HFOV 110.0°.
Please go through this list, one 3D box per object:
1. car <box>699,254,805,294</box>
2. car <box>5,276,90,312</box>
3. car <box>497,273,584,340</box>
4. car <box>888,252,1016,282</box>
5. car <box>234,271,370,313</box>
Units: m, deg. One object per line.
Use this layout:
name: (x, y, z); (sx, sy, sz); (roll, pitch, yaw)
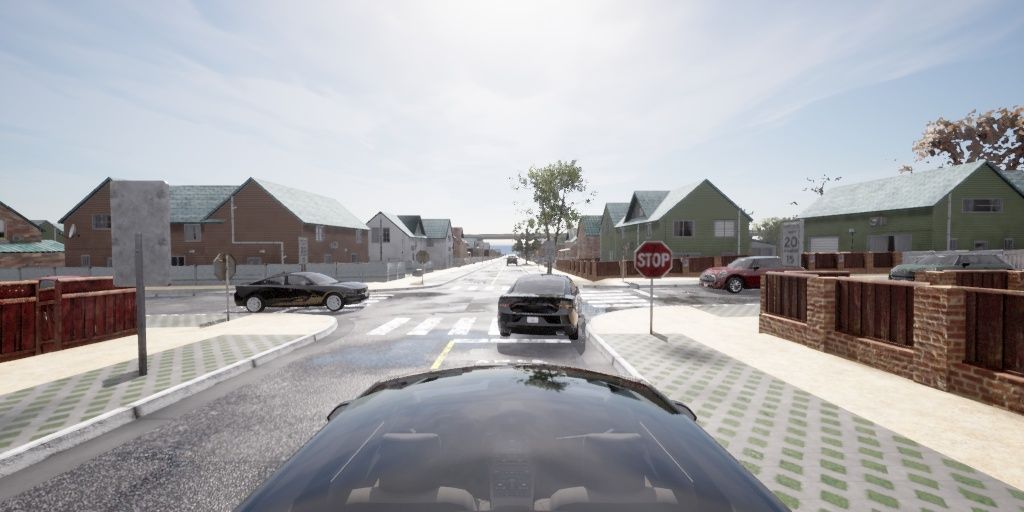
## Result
car: (11.812, 0.820, 17.740); (4.553, 1.767, 2.097); (-1, 2, 0)
car: (-18.017, 1.547, 14.605); (5.008, 1.535, 1.882); (-1, 2, 0)
car: (0.960, 1.224, 10.134); (1.882, 1.535, 5.008); (0, 0, 12)
car: (21.707, 0.646, 17.808); (4.553, 1.767, 2.097); (-1, 2, 0)
car: (-8.464, 1.377, 14.664); (5.008, 1.535, 1.882); (-1, 2, 0)
